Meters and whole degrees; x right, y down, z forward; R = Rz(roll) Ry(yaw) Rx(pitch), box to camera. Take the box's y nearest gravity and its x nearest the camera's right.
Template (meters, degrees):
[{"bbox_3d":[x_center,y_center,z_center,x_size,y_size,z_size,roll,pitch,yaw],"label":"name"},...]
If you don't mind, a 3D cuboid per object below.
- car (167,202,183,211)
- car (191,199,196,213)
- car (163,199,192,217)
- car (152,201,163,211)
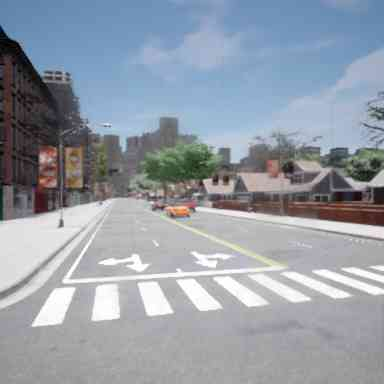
[{"bbox_3d":[-3.197,2.553,60.302,2.033,1.411,5.357,0,-1,-13],"label":"car"},{"bbox_3d":[-0.862,2.043,50.133,2.150,2.045,5.566,0,-1,-12],"label":"car"},{"bbox_3d":[-1.762,2.013,39.342,2.097,1.767,4.553,0,-1,-13],"label":"car"},{"bbox_3d":[-5.730,2.337,57.138,2.097,1.767,4.553,0,-1,-13],"label":"car"}]
